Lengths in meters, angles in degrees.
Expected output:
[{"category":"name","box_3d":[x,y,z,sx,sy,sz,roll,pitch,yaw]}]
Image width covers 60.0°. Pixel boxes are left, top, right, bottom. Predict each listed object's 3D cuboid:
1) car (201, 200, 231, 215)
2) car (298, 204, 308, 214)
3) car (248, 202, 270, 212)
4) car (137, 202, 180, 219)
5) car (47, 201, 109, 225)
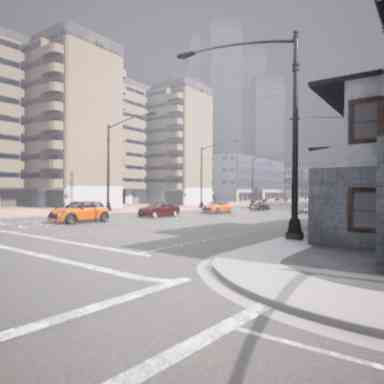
[{"category":"car","box_3d":[3.088,1.842,41.591,2.097,1.767,4.553,1,-1,35]},{"category":"car","box_3d":[15.589,2.399,46.870,1.895,1.301,4.718,1,-1,36]},{"category":"car","box_3d":[10.500,2.248,51.931,2.128,1.511,4.902,1,-1,36]},{"category":"car","box_3d":[-3.226,1.731,32.721,1.882,1.535,5.008,1,-1,35]},{"category":"car","box_3d":[-8.546,1.463,25.226,2.097,1.767,4.553,1,0,35]}]
